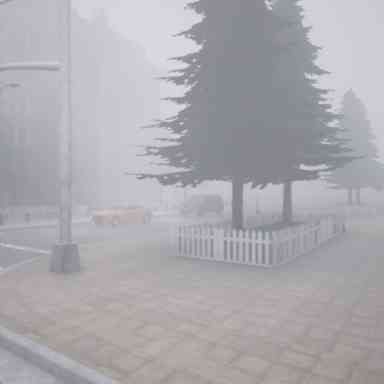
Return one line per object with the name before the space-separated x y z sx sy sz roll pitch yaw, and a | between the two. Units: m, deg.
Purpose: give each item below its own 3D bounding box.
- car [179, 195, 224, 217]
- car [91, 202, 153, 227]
car | 1.050 1.283 32.586 2.150 2.045 5.566 0 0 34
car | -4.868 1.538 23.762 1.882 1.535 5.008 0 0 34
